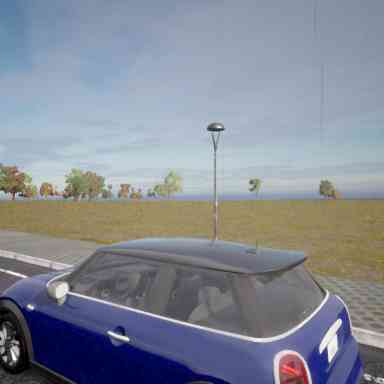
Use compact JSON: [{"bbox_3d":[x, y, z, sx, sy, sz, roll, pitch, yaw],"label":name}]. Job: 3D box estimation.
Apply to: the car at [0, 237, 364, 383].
[{"bbox_3d":[-0.515,1.353,4.096,4.553,1.767,2.097,0,0,36],"label":"car"}]
